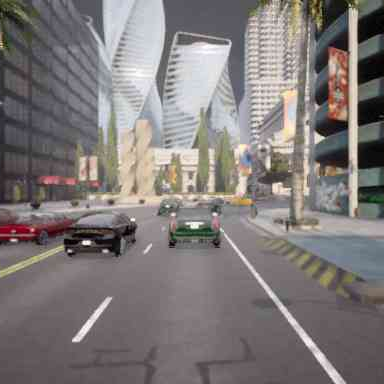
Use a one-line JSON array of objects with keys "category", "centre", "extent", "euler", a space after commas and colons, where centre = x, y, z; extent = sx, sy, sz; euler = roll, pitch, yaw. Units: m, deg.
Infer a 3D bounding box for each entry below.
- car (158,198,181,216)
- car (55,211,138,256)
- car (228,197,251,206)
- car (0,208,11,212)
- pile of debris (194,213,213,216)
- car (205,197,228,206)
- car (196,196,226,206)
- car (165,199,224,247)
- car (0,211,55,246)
[{"category": "car", "centre": [-1.762, 1.369, 33.199], "extent": [2.097, 1.767, 4.553], "euler": [0, 0, 14]}, {"category": "car", "centre": [-3.400, 1.485, 13.204], "extent": [1.882, 1.535, 5.008], "euler": [0, 0, 0]}, {"category": "car", "centre": [7.561, 1.506, 54.404], "extent": [5.008, 1.535, 1.882], "euler": [0, 0, -40]}, {"category": "car", "centre": [-10.524, 1.535, 17.075], "extent": [1.812, 1.442, 4.674], "euler": [0, 0, 1]}, {"category": "pile of debris", "centre": [1.118, 2.192, 31.820], "extent": [1.500, 0.140, 1.860], "euler": [0, 0, 15]}, {"category": "car", "centre": [1.883, 1.504, 33.359], "extent": [2.128, 1.511, 4.902], "euler": [0, 0, 16]}, {"category": "car", "centre": [3.215, 1.520, 55.114], "extent": [4.902, 1.511, 2.128], "euler": [0, 0, -44]}, {"category": "car", "centre": [0.100, 1.360, 15.074], "extent": [2.097, 1.767, 4.553], "euler": [0, 0, 0]}, {"category": "car", "centre": [-7.073, 1.609, 15.422], "extent": [1.895, 1.301, 4.718], "euler": [0, 0, 0]}]
